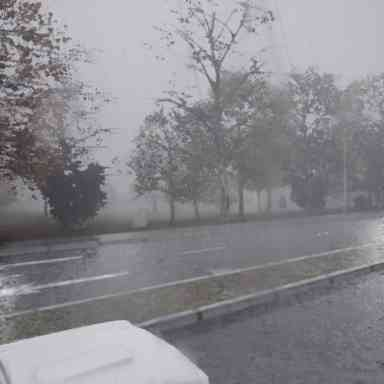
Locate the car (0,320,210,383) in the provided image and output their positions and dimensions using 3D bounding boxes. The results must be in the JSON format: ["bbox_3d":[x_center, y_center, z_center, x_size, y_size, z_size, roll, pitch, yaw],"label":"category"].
[{"bbox_3d":[-1.976,1.604,1.723,4.718,1.301,1.895,0,0,-36],"label":"car"}]
